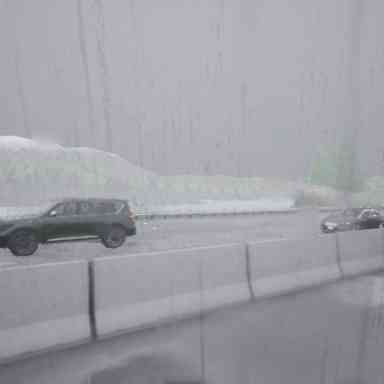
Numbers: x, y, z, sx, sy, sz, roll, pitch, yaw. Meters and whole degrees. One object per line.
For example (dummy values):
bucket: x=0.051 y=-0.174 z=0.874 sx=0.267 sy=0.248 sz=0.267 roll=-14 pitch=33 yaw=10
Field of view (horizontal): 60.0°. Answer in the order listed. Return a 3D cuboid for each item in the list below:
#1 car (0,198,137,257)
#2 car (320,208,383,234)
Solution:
car: x=-4.957 y=1.254 z=13.354 sx=5.566 sy=2.045 sz=2.150 roll=1 pitch=0 yaw=-35
car: x=9.458 y=1.681 z=19.322 sx=4.902 sy=1.511 sz=2.128 roll=1 pitch=0 yaw=-35
